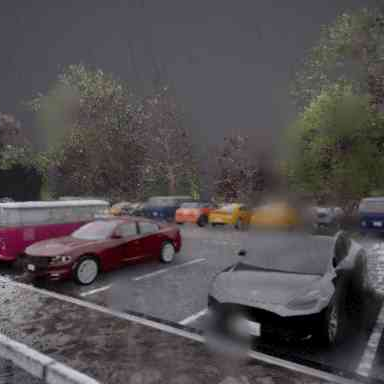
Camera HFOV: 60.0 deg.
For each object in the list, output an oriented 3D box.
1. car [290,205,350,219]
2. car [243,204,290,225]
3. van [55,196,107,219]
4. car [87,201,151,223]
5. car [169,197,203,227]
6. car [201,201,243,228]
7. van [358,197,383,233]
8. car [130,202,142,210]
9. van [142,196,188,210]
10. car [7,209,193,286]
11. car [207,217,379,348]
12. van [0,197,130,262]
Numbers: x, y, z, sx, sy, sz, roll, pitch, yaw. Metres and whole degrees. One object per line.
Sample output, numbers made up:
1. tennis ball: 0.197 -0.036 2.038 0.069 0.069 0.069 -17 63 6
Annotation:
1. car: 7.617 1.490 18.859 2.231 1.521 4.892 0 0 35
2. car: 5.355 1.504 20.458 2.097 1.535 5.008 0 0 35
3. van: -10.508 1.411 31.819 1.878 1.987 4.442 -1 0 35
4. car: -6.059 1.579 28.304 1.946 1.575 5.366 -1 0 35
5. car: 0.814 1.409 23.635 2.185 1.767 4.553 0 0 35
6. car: 2.990 1.520 22.130 2.097 1.535 5.008 0 0 35
7. van: 9.949 1.247 17.361 1.878 1.987 4.442 0 0 35
8. car: -3.696 1.566 26.853 2.231 1.521 4.892 0 0 35
9. van: -1.363 1.324 25.355 1.878 1.987 4.442 0 0 35
10. car: -2.341 1.506 9.893 2.097 1.535 5.008 0 0 35
11. car: 2.172 1.505 6.661 2.163 1.488 4.792 0 0 35
12. van: -4.545 1.296 11.587 1.878 1.987 4.442 0 0 35
